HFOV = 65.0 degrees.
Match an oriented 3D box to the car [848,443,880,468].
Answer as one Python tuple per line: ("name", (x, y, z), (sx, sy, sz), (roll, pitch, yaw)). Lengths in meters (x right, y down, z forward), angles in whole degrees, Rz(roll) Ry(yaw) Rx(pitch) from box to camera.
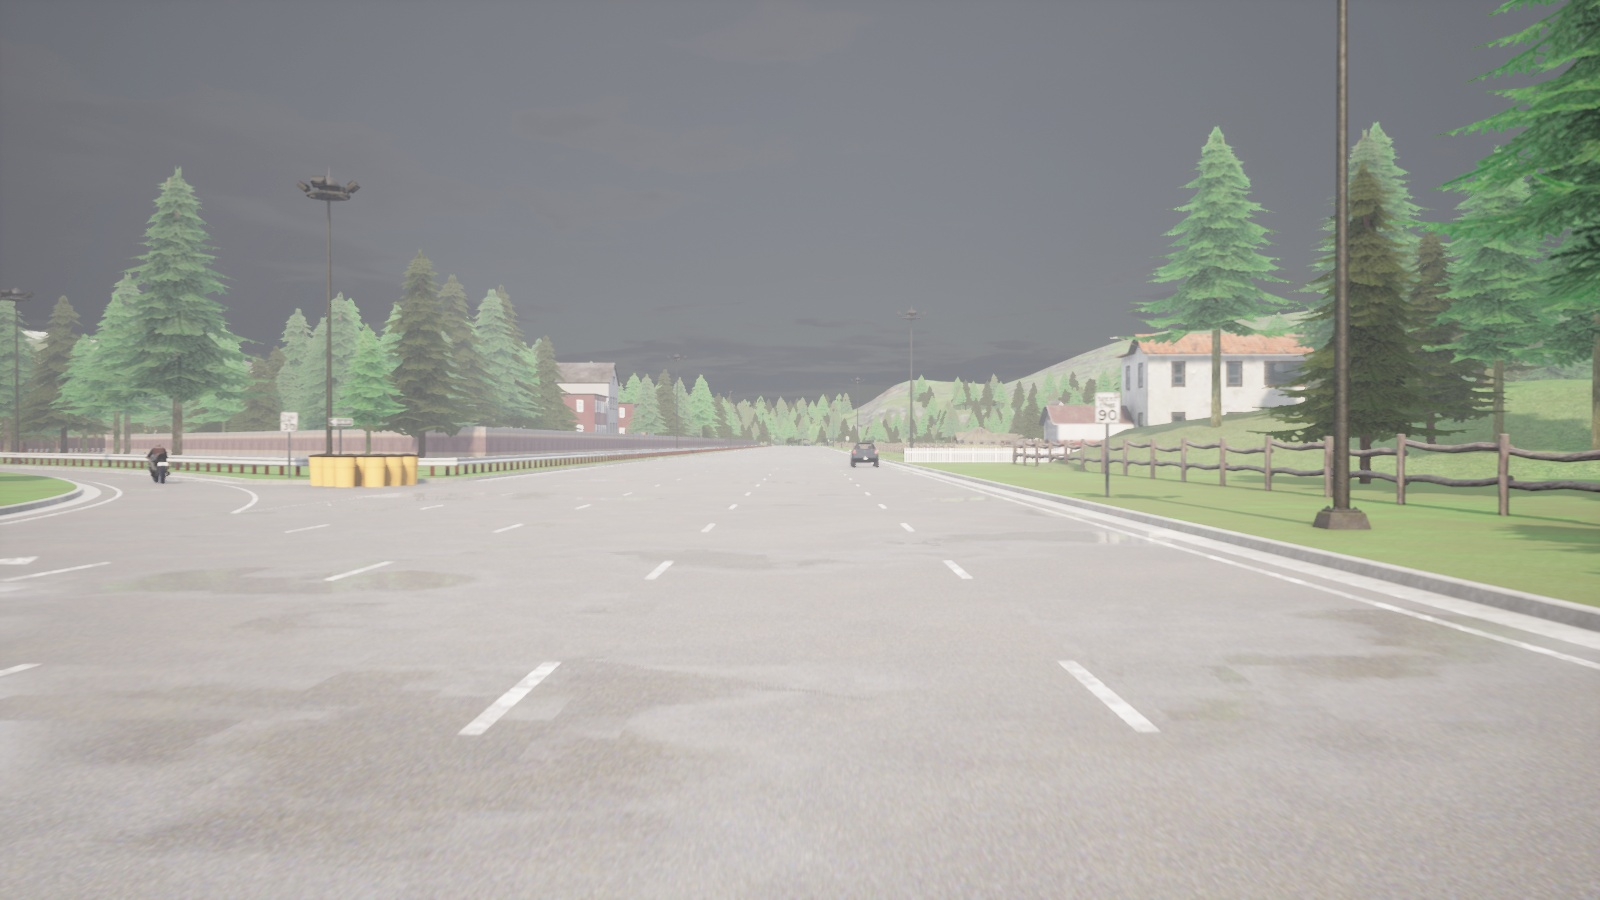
("car", (3.966, 0.323, 78.075), (1.845, 1.501, 3.633), (0, 0, 0))

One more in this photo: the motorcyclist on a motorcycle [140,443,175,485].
("motorcyclist on a motorcycle", (-24.073, 0.497, 47.027), (0.866, 1.530, 2.191), (0, 0, -35))
